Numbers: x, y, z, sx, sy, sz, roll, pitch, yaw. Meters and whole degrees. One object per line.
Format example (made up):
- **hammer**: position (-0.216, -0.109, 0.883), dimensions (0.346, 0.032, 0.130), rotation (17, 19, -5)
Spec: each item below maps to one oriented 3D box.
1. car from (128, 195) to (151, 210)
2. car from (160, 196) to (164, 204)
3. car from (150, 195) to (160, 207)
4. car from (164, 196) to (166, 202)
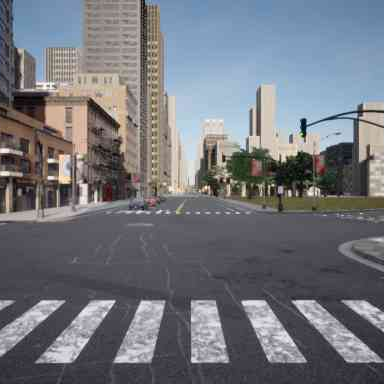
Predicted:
- **car**: position (-6.637, 1.483, 41.544), dimensions (1.812, 1.442, 4.674), rotation (0, 0, 0)
- **car**: position (-6.599, 1.491, 59.647), dimensions (1.994, 1.385, 4.181), rotation (0, 0, 0)
- **car**: position (-6.616, 1.294, 50.596), dimensions (2.097, 1.767, 4.553), rotation (0, 0, 0)
- **car**: position (-6.520, 1.501, 69.779), dimensions (1.895, 1.301, 4.718), rotation (0, 0, 0)
